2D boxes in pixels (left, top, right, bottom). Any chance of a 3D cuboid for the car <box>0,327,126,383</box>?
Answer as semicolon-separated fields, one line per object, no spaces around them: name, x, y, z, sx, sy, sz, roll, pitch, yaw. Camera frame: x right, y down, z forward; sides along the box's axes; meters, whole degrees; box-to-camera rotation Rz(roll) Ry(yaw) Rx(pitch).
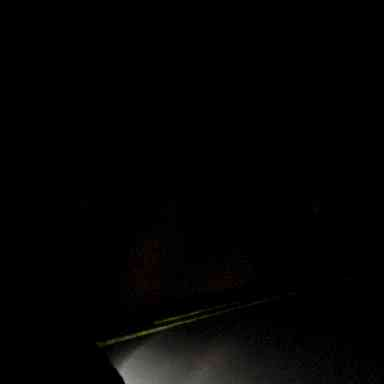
car;-2.948;1.537;1.643;5.357;1.411;2.033;0;0;-35
